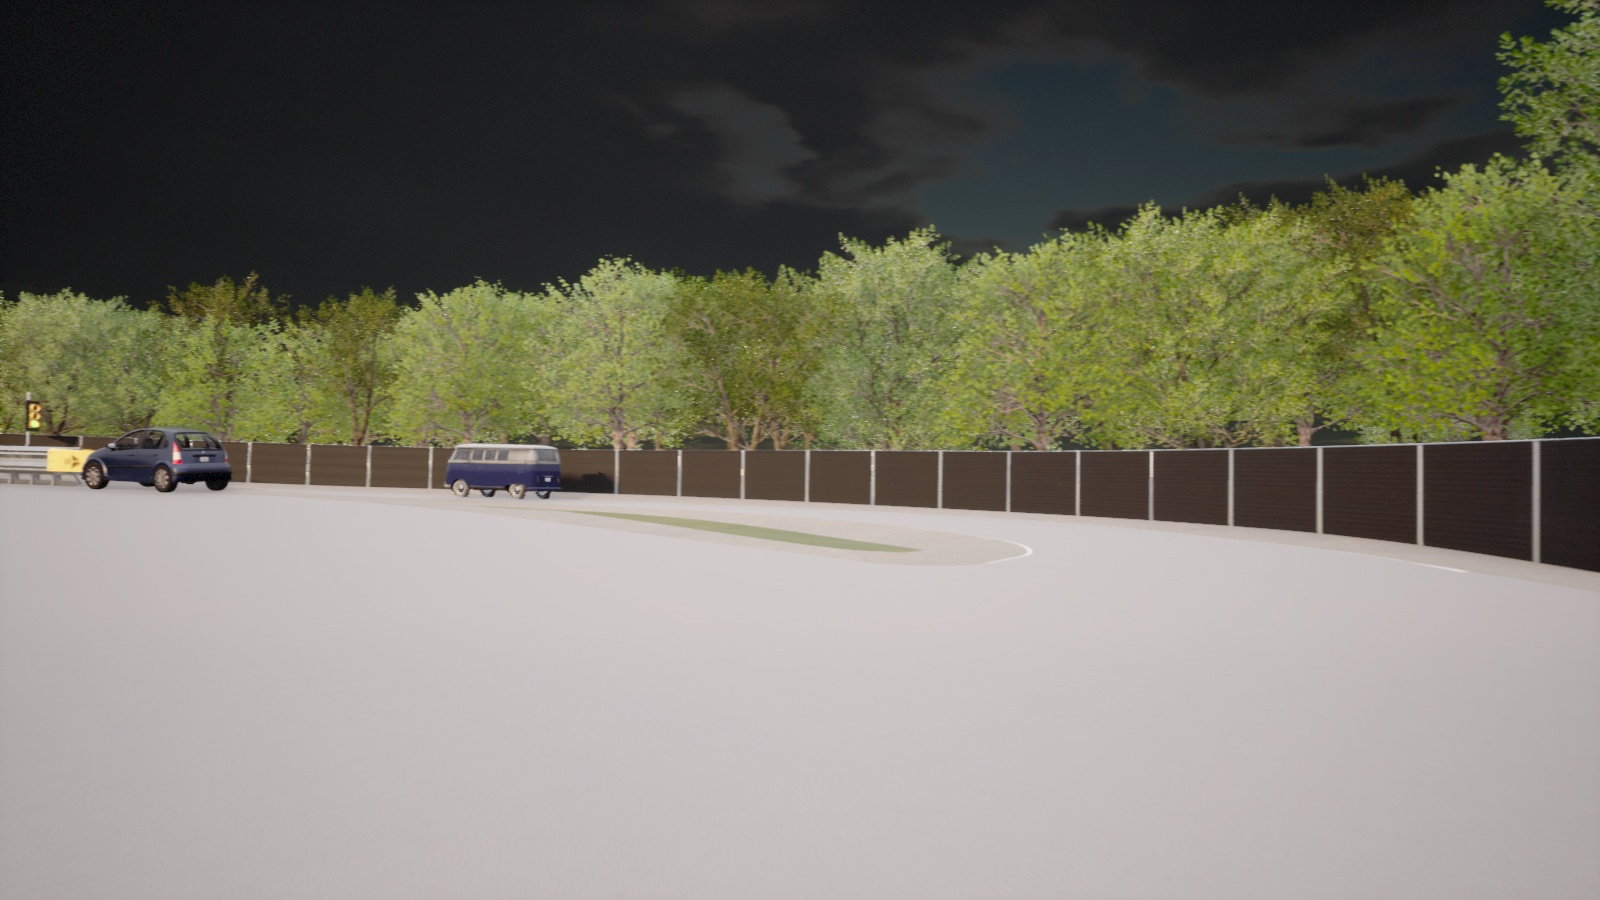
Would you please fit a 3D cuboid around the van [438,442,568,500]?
[{"bbox_3d":[-10.802,0.754,45.627,4.442,1.987,1.775,1,-1,26],"label":"van"}]

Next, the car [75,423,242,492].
[{"bbox_3d":[-16.536,0.156,32.347,3.988,1.617,1.851,2,1,27],"label":"car"}]
